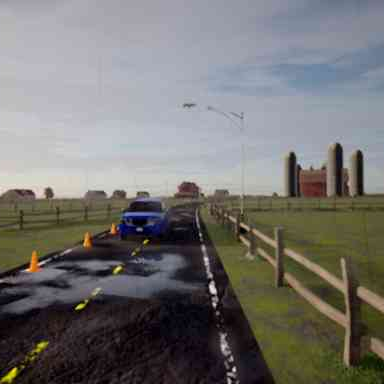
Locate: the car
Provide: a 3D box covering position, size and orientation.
[{"bbox_3d":[-2.448,1.415,18.279,2.150,2.045,5.566,0,-1,0],"label":"car"}]

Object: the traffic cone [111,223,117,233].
[{"bbox_3d":[-4.722,2.168,19.983,0.340,0.580,0.340,0,-1,0],"label":"traffic cone"}]

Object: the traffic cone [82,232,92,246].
[{"bbox_3d":[-4.723,2.114,14.983,0.340,0.580,0.340,0,-1,0],"label":"traffic cone"}]

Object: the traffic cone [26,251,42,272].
[{"bbox_3d":[-4.724,2.061,9.983,0.340,0.580,0.340,0,-1,0],"label":"traffic cone"}]
